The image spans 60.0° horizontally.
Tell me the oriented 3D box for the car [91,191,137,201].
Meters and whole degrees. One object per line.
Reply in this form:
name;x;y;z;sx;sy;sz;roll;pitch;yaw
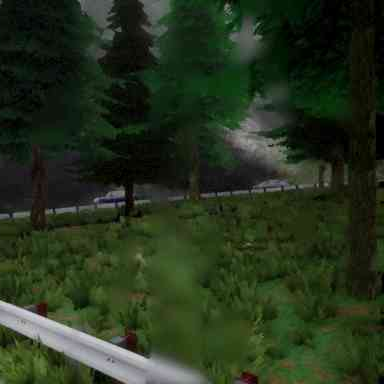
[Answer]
car;-7.693;0.592;32.752;4.553;1.767;2.097;-5;3;-29

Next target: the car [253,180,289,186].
car;8.597;-0.553;37.627;4.902;1.511;2.128;-4;0;2
